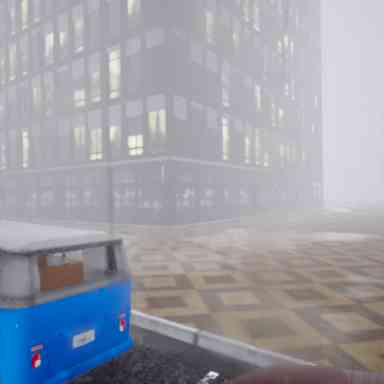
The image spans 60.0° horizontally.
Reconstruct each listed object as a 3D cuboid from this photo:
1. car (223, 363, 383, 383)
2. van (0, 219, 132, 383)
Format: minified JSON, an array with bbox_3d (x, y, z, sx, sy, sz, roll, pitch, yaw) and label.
[{"bbox_3d":[1.871,1.585,1.403,4.206,1.307,1.802,0,-1,36],"label":"car"},{"bbox_3d":[-2.657,1.322,4.641,3.998,1.788,1.690,0,-1,36],"label":"van"}]
